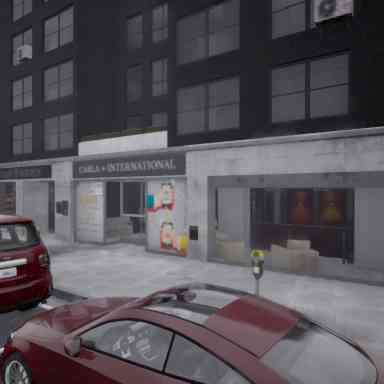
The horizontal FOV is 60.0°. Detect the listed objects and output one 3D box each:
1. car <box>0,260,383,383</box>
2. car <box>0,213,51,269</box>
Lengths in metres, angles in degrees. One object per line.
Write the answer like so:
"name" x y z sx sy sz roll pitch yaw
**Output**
"car" -0.137 1.582 3.170 4.206 1.307 1.802 0 0 35
"car" -4.752 1.314 6.448 5.009 1.841 2.192 0 0 35
